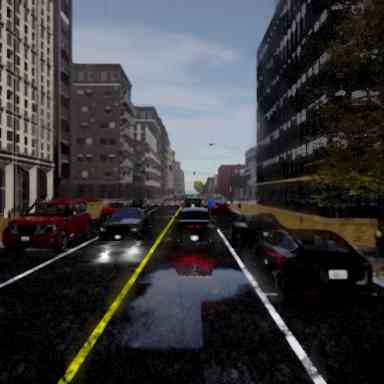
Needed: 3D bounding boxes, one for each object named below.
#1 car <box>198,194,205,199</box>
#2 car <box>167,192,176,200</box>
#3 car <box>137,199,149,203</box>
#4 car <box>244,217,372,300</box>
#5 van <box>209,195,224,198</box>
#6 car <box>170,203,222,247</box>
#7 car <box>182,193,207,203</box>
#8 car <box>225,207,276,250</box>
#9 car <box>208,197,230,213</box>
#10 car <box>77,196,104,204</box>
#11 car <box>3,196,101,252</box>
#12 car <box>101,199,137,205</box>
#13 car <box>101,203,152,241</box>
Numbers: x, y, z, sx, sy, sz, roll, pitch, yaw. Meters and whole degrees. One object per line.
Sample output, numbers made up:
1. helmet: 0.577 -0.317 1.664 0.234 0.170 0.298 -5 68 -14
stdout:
1. car: 2.688 1.275 92.447 1.802 1.307 4.206 0 0 0
2. car: -5.693 1.232 86.736 1.752 1.417 4.829 0 0 0
3. car: -5.689 1.422 36.607 1.947 1.339 4.313 0 0 0
4. car: 2.660 1.531 8.136 1.947 1.339 4.313 0 0 0
5. van: 2.659 1.197 36.581 1.690 1.788 3.998 0 0 0
6. car: 0.096 1.443 14.722 1.837 1.490 4.892 0 0 0
7. car: 0.096 1.224 31.678 2.097 1.767 4.553 0 0 0
8. car: 2.660 1.507 13.825 1.947 1.339 4.313 0 0 0
9. car: 2.659 1.458 30.892 1.802 1.307 4.206 0 0 0
10. car: -17.469 1.310 57.391 4.206 1.307 1.802 0 0 0
11. car: -5.686 1.257 13.850 2.192 1.841 5.009 0 0 0
12. car: -5.688 1.442 25.229 1.887 1.381 4.507 0 0 0
13. car: -3.100 1.478 16.519 2.033 1.411 5.357 0 0 0
